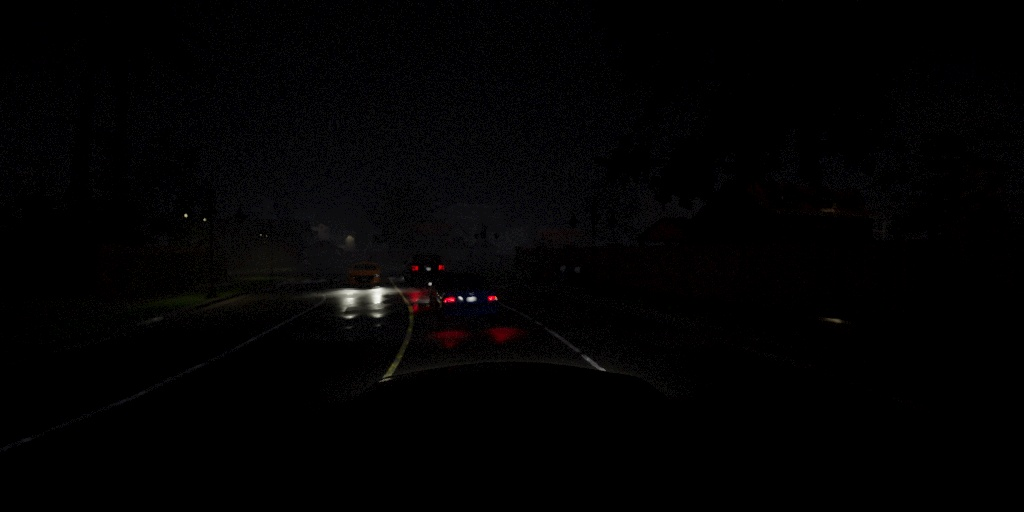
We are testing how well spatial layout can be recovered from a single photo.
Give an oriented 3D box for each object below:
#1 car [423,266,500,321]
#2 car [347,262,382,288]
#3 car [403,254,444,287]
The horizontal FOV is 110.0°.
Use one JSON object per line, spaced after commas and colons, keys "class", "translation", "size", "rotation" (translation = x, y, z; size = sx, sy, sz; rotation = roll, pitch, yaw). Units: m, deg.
{"class": "car", "translation": [-1.813, 1.240, 12.412], "size": [2.033, 1.411, 5.357], "rotation": [0, 0, -16]}
{"class": "car", "translation": [-9.727, 1.148, 23.776], "size": [1.882, 1.535, 5.008], "rotation": [-1, 0, -21]}
{"class": "car", "translation": [-5.926, 0.867, 23.967], "size": [2.150, 2.045, 5.566], "rotation": [-1, 0, -21]}
